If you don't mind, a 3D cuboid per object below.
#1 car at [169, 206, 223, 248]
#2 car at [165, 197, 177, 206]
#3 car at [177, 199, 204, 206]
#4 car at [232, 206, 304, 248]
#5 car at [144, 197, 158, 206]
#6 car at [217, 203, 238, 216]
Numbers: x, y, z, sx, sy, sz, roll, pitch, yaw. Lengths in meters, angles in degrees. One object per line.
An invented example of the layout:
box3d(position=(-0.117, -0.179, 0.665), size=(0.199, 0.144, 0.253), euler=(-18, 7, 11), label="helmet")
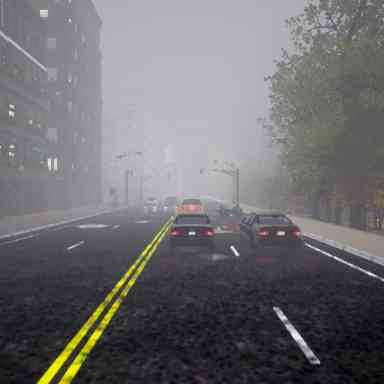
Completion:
box3d(position=(0.000, 1.561, 14.650), size=(2.033, 1.411, 5.357), euler=(0, 0, 0), label="car")
box3d(position=(-3.250, 1.524, 53.651), size=(1.882, 1.535, 5.008), euler=(0, 0, 0), label="car")
box3d(position=(0.000, 1.366, 29.620), size=(2.097, 1.767, 4.553), euler=(0, 0, 0), label="car")
box3d(position=(3.250, 1.561, 14.650), size=(2.033, 1.411, 5.357), euler=(0, 0, 0), label="car")
box3d(position=(-6.500, 1.573, 53.652), size=(1.812, 1.442, 4.674), euler=(0, 0, 0), label="car")
box3d(position=(3.250, 1.617, 29.680), size=(1.895, 1.301, 4.718), euler=(0, 0, 0), label="car")
